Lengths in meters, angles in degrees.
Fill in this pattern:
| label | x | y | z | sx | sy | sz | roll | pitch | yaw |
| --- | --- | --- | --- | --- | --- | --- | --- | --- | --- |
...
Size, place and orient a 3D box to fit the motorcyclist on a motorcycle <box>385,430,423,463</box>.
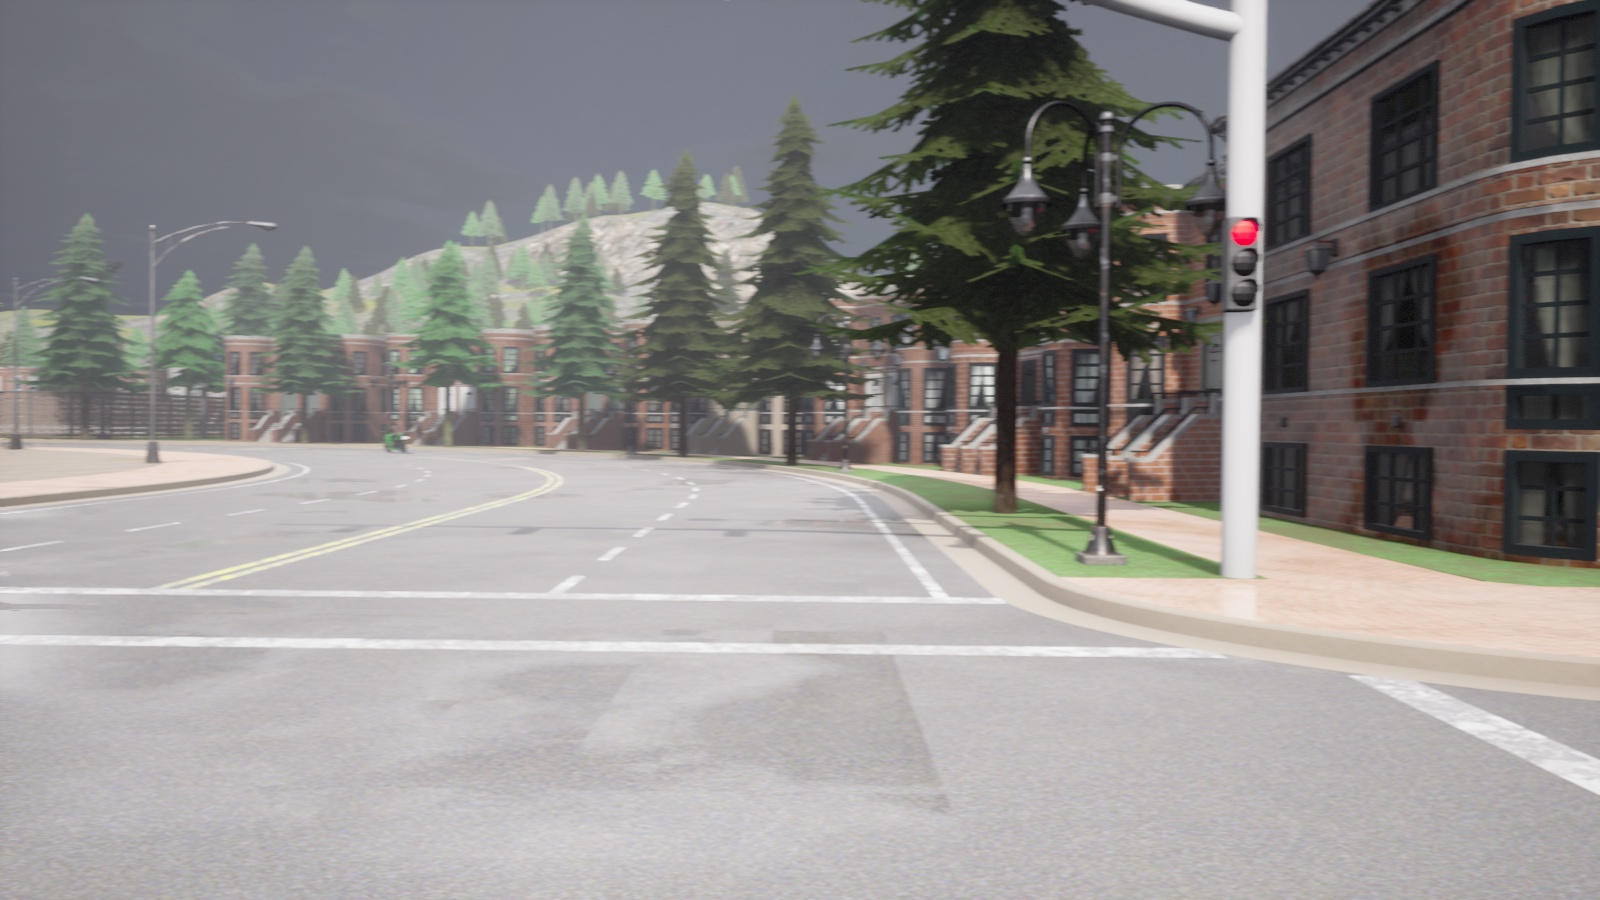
| label | x | y | z | sx | sy | sz | roll | pitch | yaw |
| --- | --- | --- | --- | --- | --- | --- | --- | --- | --- |
| motorcyclist on a motorcycle | -18.996 | -0.182 | 60.171 | 2.044 | 1.523 | 0.797 | 0 | 2 | 44 |
